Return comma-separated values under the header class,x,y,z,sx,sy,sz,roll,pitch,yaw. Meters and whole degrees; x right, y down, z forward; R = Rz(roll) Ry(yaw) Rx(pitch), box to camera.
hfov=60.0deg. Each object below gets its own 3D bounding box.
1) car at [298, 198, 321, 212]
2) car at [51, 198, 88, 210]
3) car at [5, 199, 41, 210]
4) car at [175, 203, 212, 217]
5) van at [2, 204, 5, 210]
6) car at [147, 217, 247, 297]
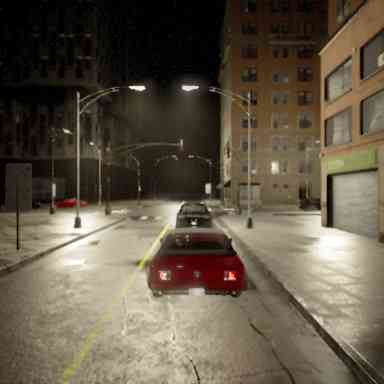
class,x,y,z,sx,sy,sz,roll,pitch,yaw
car,12.092,1.186,30.865,4.313,1.339,1.947,0,0,0
car,-14.488,1.411,39.405,4.206,1.307,1.802,0,0,0
car,-20.136,1.435,39.408,4.313,1.339,1.947,0,0,0
car,0.089,1.337,18.490,1.882,1.535,5.008,0,0,0
van,-20.134,1.198,30.882,3.998,1.788,1.690,0,0,0
car,0.095,1.538,8.342,1.895,1.301,4.718,0,0,0
